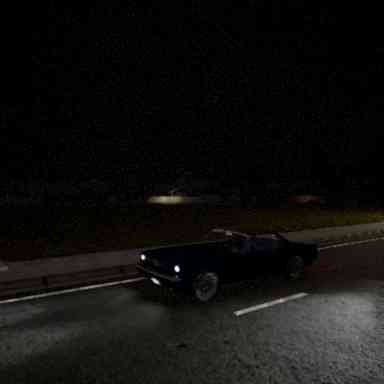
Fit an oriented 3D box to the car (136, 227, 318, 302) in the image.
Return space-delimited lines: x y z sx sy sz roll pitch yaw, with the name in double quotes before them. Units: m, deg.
"car" 1.030 1.600 8.413 4.718 1.301 1.895 0 0 -35
